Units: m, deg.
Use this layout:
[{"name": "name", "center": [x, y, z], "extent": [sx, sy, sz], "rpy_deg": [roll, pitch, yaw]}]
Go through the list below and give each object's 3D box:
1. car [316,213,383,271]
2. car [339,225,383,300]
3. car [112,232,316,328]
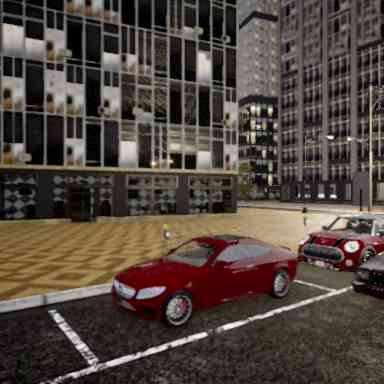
[{"name": "car", "center": [5.097, 1.419, 10.198], "extent": [4.097, 1.590, 1.967], "rpy_deg": [0, 0, -36]}, {"name": "car", "center": [5.813, 1.529, 7.439], "extent": [5.357, 1.411, 2.033], "rpy_deg": [0, 0, -35]}, {"name": "car", "center": [0.464, 1.574, 6.891], "extent": [4.206, 1.307, 1.802], "rpy_deg": [0, 0, -36]}]
